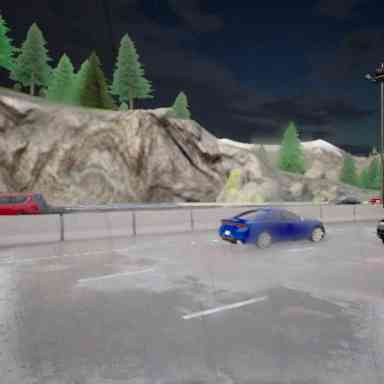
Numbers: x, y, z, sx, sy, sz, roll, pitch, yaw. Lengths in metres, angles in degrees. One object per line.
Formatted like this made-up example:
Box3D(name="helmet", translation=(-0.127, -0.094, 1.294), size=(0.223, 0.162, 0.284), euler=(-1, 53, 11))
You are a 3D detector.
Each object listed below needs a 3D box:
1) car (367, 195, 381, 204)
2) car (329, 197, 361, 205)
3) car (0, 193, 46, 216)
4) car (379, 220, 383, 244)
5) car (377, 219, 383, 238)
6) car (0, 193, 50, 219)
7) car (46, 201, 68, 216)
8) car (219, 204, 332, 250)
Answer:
Box3D(name="car", translation=(23.300, 1.095, 39.045), size=(5.566, 2.045, 2.150), euler=(0, 0, -19))
Box3D(name="car", translation=(20.997, 1.376, 45.635), size=(4.674, 1.442, 1.812), euler=(0, 0, -19))
Box3D(name="car", translation=(-12.493, 1.141, 20.756), size=(5.566, 2.045, 2.150), euler=(0, 0, -34))
Box3D(name="car", translation=(7.070, 1.466, 8.113), size=(4.902, 1.511, 2.128), euler=(0, 0, -31))
Box3D(name="car", translation=(9.659, 1.448, 13.602), size=(4.902, 1.511, 2.128), euler=(0, 0, -29))
Box3D(name="car", translation=(-14.956, 1.116, 27.544), size=(5.566, 2.045, 2.150), euler=(0, 0, -33))
Box3D(name="car", translation=(-12.265, 1.452, 25.159), size=(5.357, 1.411, 2.033), euler=(0, 0, -33))
Box3D(name="car", translation=(3.499, 1.429, 14.137), size=(5.008, 1.535, 1.882), euler=(0, 0, -31))
